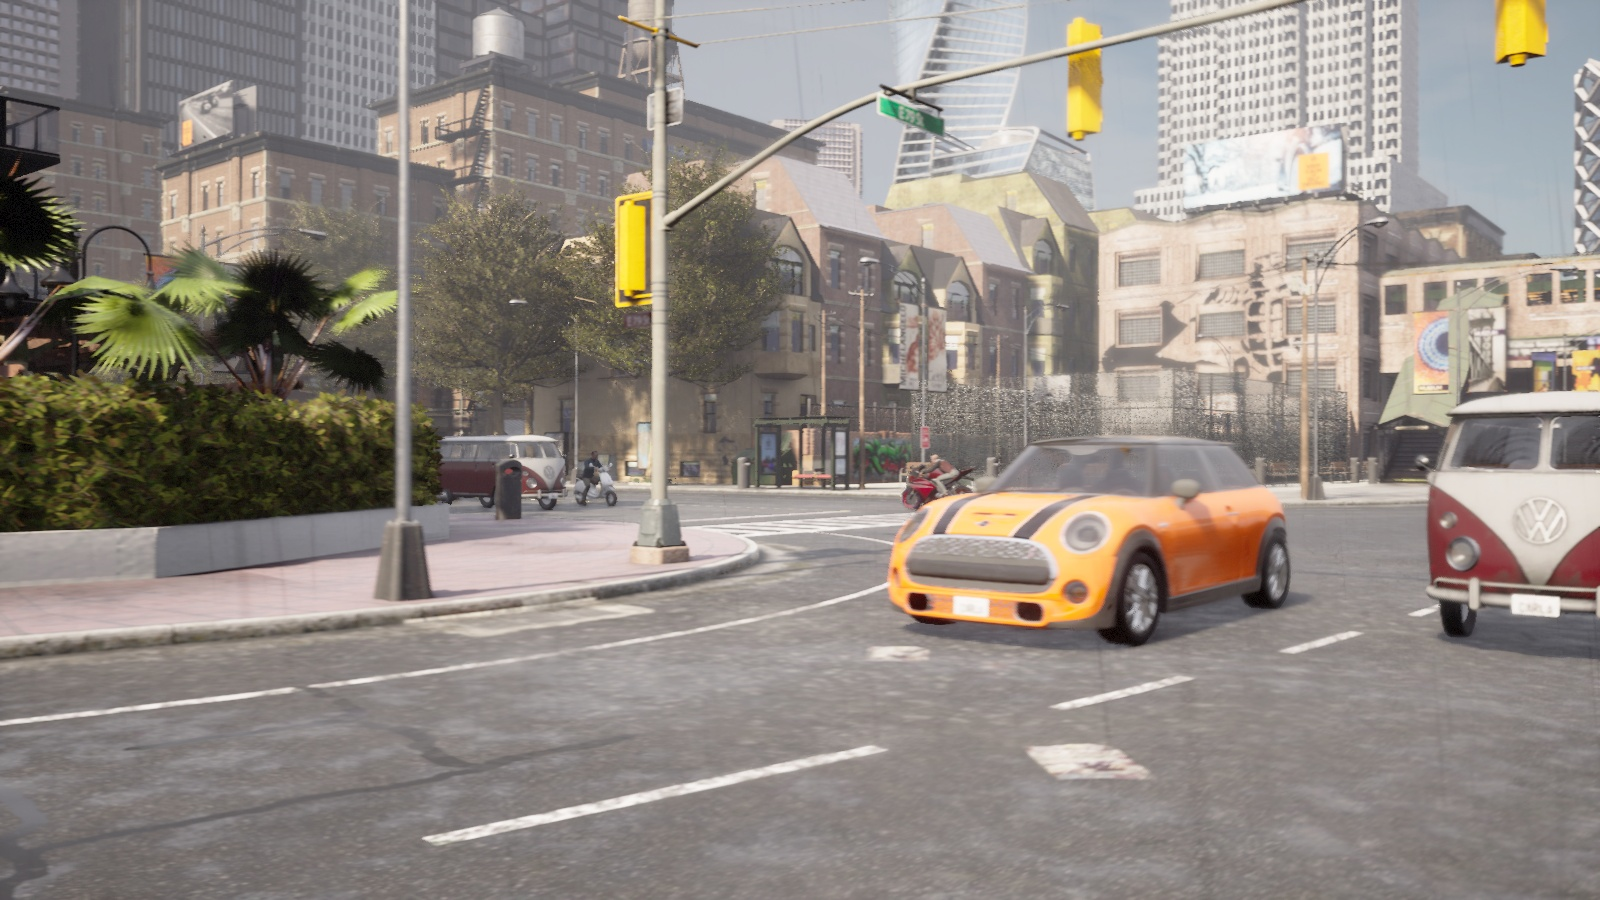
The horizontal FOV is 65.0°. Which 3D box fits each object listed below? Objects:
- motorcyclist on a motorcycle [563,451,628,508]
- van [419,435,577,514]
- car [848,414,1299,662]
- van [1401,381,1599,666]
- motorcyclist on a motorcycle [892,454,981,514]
[{"bbox_3d":[-5.930,0.839,36.425,1.817,1.590,0.866,0,0,39],"label":"motorcyclist on a motorcycle"},{"bbox_3d":[-8.157,0.635,33.735,4.442,1.987,1.775,0,0,39],"label":"van"},{"bbox_3d":[2.672,0.635,11.388,2.097,1.767,4.553,0,0,40],"label":"car"},{"bbox_3d":[6.679,0.516,10.703,1.775,1.987,4.442,0,0,40],"label":"van"},{"bbox_3d":[3.592,0.883,33.213,2.191,1.530,0.866,0,-1,35],"label":"motorcyclist on a motorcycle"}]
